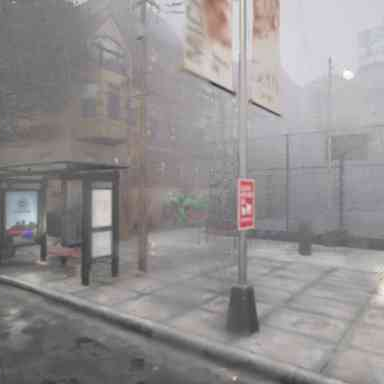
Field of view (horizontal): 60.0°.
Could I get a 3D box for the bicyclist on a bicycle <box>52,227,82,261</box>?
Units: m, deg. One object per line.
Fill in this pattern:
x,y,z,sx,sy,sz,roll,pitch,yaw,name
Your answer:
-3.709,1.318,10.570,0.582,1.620,1.656,0,0,37,bicyclist on a bicycle
